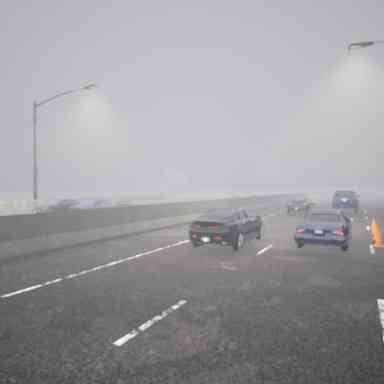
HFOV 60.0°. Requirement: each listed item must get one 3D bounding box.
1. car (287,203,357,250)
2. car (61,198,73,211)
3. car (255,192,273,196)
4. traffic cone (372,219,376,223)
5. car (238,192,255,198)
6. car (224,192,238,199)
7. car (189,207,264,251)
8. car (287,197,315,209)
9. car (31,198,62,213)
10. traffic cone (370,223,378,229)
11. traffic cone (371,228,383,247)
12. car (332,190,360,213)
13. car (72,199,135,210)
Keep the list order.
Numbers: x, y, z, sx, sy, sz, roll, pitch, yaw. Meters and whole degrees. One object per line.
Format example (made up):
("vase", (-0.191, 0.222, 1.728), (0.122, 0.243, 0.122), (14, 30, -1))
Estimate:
("car", (5.501, 1.396, 13.675), (2.033, 1.411, 5.357), (0, 1, 27))
("car", (-7.767, 1.267, 26.633), (1.812, 1.442, 4.674), (0, 1, 27))
("car", (13.532, 0.814, 60.692), (1.882, 1.535, 5.008), (0, 1, 27))
("traffic cone", (9.050, 1.769, 16.440), (0.340, 0.580, 0.340), (0, 1, 27))
("car", (11.037, 0.804, 63.492), (2.128, 1.511, 4.902), (0, 1, 28))
("car", (7.690, 0.799, 64.625), (2.128, 1.511, 4.902), (0, 1, 28))
("car", (1.573, 1.361, 13.673), (1.837, 1.490, 4.892), (0, 1, 27))
("car", (9.819, 1.163, 29.896), (2.128, 1.511, 4.902), (0, 1, 27))
("car", (-11.085, 1.262, 27.831), (1.812, 1.442, 4.674), (0, 1, 27))
("traffic cone", (8.144, 1.789, 14.657), (0.340, 0.580, 0.340), (0, 1, 27))
("traffic cone", (7.238, 1.809, 12.874), (0.340, 0.580, 0.340), (0, 1, 27))
("car", (14.724, 0.858, 31.824), (2.150, 2.045, 5.566), (0, 0, 27))
("car", (-5.473, 1.318, 23.423), (2.033, 1.411, 5.357), (0, 1, 27))
